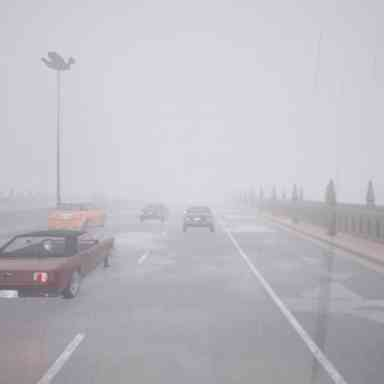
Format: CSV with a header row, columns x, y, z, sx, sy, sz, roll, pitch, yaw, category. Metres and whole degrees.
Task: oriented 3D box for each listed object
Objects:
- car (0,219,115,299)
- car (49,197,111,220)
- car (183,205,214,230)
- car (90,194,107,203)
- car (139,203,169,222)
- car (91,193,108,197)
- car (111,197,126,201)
x,y,z,sx,sy,sz,roll,pitch,yaw,category
-3.343,1.601,8.390,1.895,1.301,4.718,0,0,1,car
-6.599,1.352,19.683,2.097,1.767,4.553,0,0,1,car
0.426,1.548,20.818,2.033,1.411,5.357,0,0,2,car
-19.295,1.361,68.956,2.097,1.767,4.553,0,0,2,car
-2.918,1.548,26.407,2.033,1.411,5.357,0,0,2,car
-16.147,1.223,57.985,2.150,2.045,5.566,0,0,2,car
-12.658,1.602,57.582,1.895,1.301,4.718,0,0,2,car
